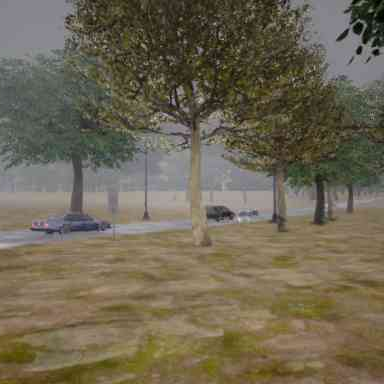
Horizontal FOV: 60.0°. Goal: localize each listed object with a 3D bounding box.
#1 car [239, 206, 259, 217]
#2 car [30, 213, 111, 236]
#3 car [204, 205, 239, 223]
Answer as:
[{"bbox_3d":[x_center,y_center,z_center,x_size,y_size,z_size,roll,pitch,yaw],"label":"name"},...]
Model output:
[{"bbox_3d":[9.552,3.215,55.969,2.097,1.767,4.553,-2,-2,33],"label":"car"},{"bbox_3d":[-7.998,2.127,22.476,2.033,1.411,5.357,-2,-3,33],"label":"car"},{"bbox_3d":[3.083,2.527,39.570,2.150,2.045,5.566,-2,-3,33],"label":"car"}]
